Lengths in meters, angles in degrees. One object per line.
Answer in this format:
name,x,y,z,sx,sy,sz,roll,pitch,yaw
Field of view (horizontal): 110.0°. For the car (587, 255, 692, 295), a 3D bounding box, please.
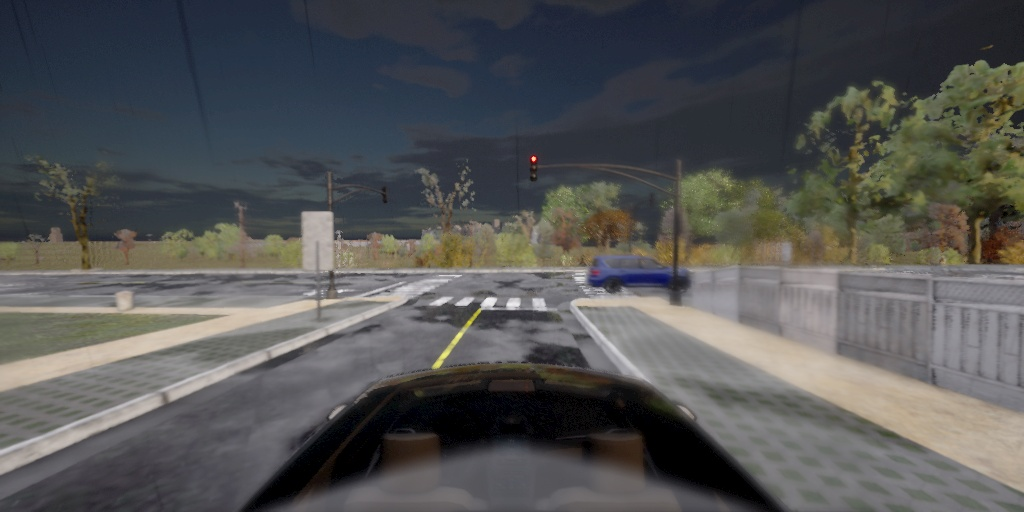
car,6.981,0.999,19.780,5.566,2.045,2.150,0,3,5
